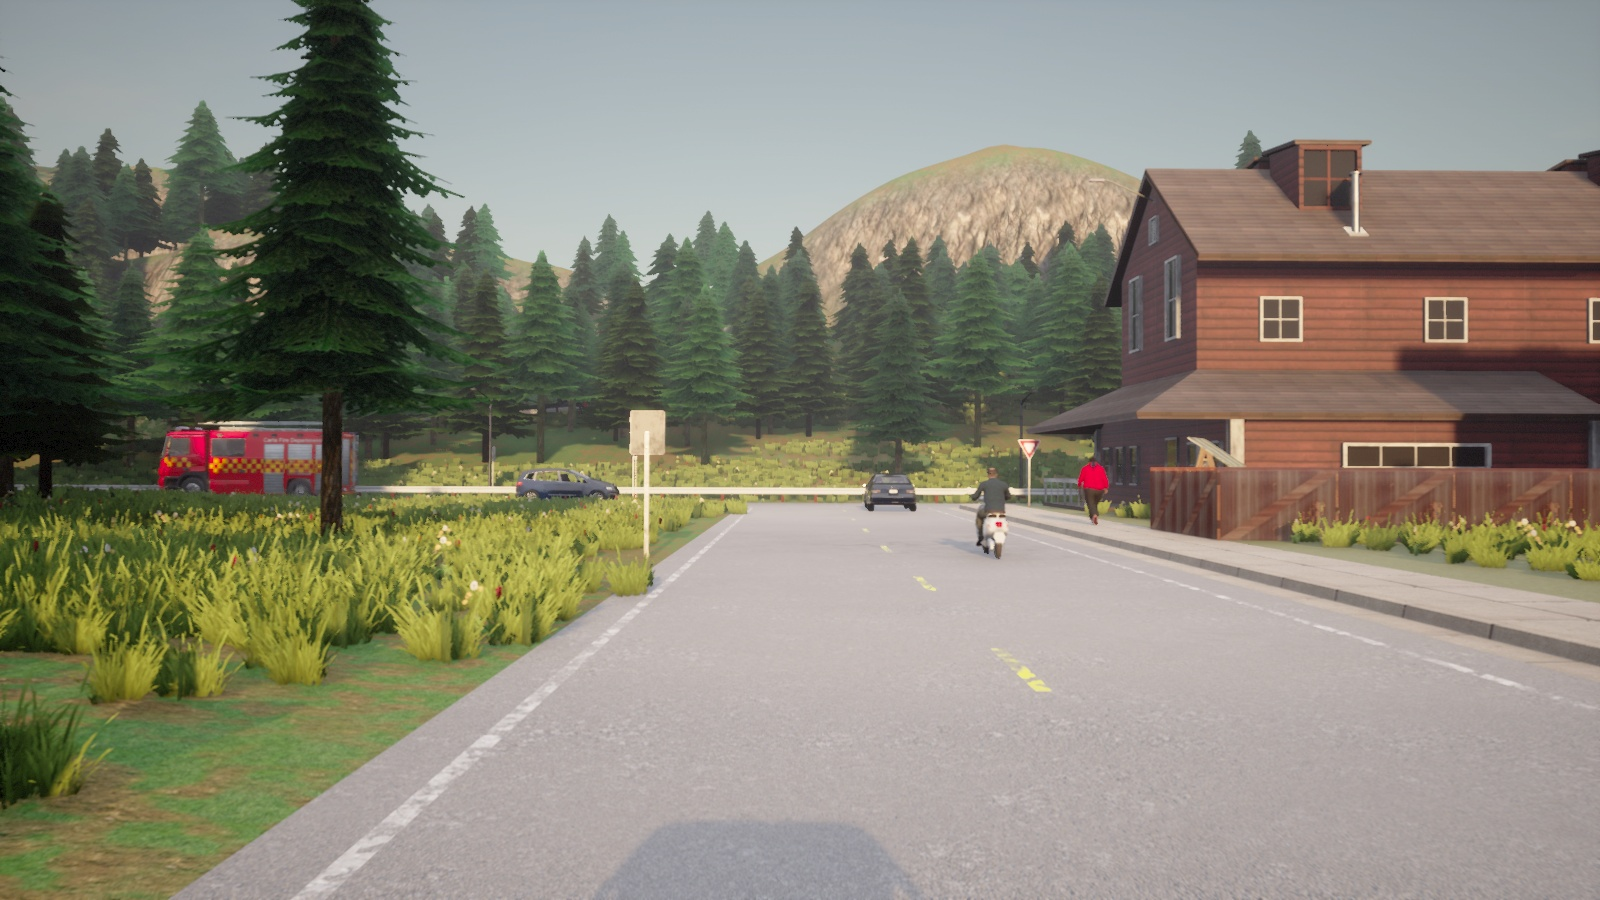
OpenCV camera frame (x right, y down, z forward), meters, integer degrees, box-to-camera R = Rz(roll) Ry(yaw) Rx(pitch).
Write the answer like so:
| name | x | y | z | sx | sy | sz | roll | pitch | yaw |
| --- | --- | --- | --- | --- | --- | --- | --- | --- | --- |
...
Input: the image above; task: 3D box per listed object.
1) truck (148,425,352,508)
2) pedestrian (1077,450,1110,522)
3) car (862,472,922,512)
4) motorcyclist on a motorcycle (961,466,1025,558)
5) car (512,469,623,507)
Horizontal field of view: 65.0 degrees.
| name | x | y | z | sx | sy | sz | roll | pitch | yaw |
| --- | --- | --- | --- | --- | --- | --- | --- | --- | --- |
| truck | -26.112 | 0.780 | 59.922 | 8.468 | 3.827 | 2.891 | 0 | -1 | 0 |
| pedestrian | 7.577 | 0.918 | 32.459 | 0.634 | 1.844 | 0.899 | 0 | -1 | 1 |
| car | 3.447 | 1.558 | 48.028 | 2.033 | 1.411 | 5.357 | 0 | -1 | 2 |
| motorcyclist on a motorcycle | 3.446 | 1.086 | 22.577 | 0.866 | 1.590 | 1.817 | 0 | -1 | 0 |
| car | -10.407 | 1.676 | 56.466 | 4.611 | 1.667 | 2.242 | 0 | -1 | 0 |
